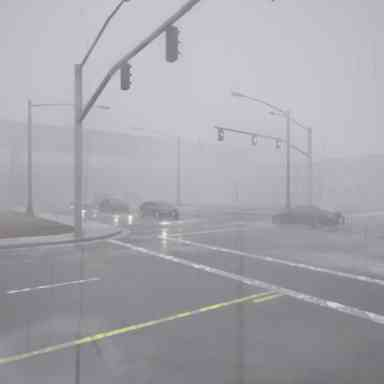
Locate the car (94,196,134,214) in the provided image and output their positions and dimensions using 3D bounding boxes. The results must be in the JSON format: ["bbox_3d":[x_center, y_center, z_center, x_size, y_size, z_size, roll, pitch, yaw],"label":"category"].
[{"bbox_3d":[-8.481,1.477,35.987,1.882,1.535,5.008,0,0,-36],"label":"car"}]

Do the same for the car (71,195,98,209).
[{"bbox_3d":[-14.279,1.525,44.276,1.812,1.442,4.674,0,0,-32],"label":"car"}]

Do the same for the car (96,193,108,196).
[{"bbox_3d":[-15.007,1.218,55.724,2.150,2.045,5.566,0,0,-7],"label":"car"}]

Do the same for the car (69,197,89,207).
[{"bbox_3d":[-18.322,1.547,54.154,2.033,1.411,5.357,0,0,-8],"label":"car"}]

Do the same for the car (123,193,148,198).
[{"bbox_3d":[-12.224,1.221,69.332,2.150,2.045,5.566,0,0,30],"label":"car"}]

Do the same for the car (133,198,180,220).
[{"bbox_3d":[-2.903,1.504,28.414,1.837,1.490,4.892,0,0,-36],"label":"car"}]

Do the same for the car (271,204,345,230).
[{"bbox_3d":[7.188,1.508,20.961,1.812,1.442,4.674,0,-1,-36],"label":"car"}]
